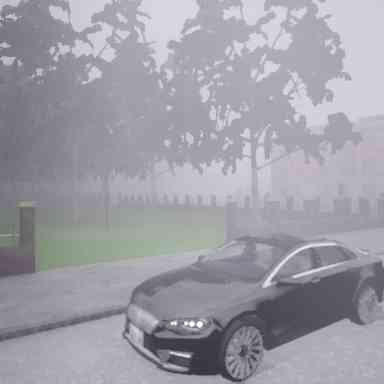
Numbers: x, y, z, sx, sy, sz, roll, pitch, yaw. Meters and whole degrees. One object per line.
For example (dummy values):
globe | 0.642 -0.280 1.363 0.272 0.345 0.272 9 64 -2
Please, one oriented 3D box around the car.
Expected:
car | 1.310 1.492 5.526 4.902 1.511 2.128 0 0 -35
